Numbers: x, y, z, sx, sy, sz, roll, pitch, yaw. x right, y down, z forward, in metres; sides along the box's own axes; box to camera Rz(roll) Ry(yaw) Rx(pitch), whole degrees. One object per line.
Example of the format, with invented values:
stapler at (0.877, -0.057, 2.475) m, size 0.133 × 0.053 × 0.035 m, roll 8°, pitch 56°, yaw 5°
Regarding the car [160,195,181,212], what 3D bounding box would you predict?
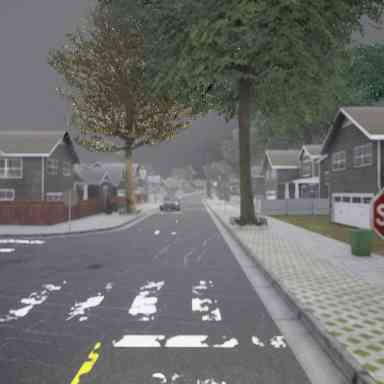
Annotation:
car at (-2.390, 1.215, 37.149) m, size 2.097 × 1.767 × 4.553 m, roll 0°, pitch 0°, yaw 1°
